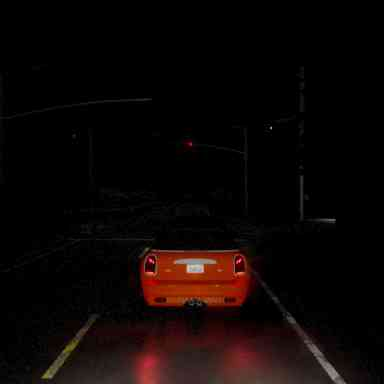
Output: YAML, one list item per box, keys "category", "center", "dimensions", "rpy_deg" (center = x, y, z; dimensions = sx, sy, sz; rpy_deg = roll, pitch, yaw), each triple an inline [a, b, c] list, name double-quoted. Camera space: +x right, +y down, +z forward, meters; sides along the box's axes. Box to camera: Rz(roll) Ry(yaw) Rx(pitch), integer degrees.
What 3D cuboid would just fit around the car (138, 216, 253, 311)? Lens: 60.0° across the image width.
- category: "car"
  center: [0.064, 1.352, 7.908]
  dimensions: [2.097, 1.767, 4.553]
  rpy_deg: [0, 0, 0]
